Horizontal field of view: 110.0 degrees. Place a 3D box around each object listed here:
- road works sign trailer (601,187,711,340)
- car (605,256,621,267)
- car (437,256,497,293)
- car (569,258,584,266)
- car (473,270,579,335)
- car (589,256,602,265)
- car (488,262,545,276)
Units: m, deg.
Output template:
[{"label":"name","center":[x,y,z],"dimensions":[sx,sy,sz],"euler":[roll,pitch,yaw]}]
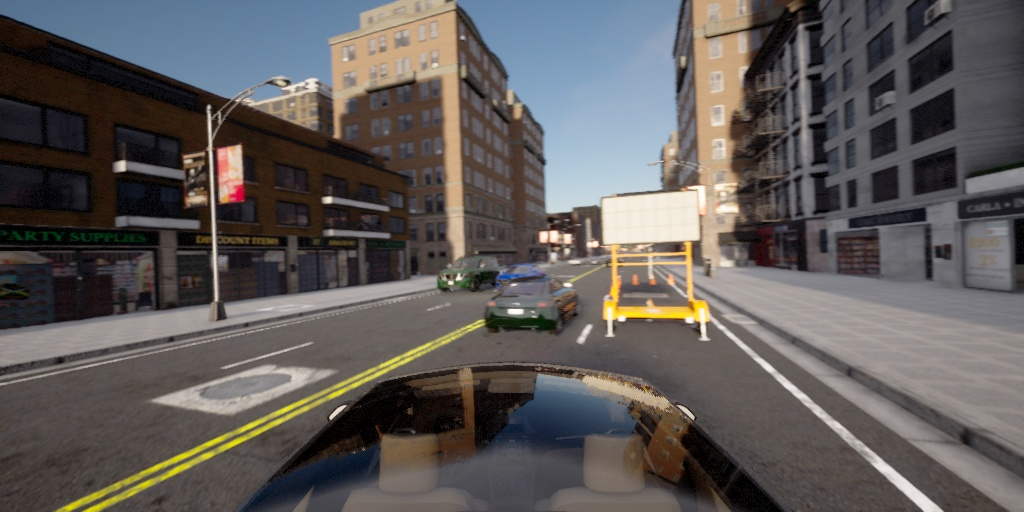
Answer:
[{"label":"road works sign trailer","center":[3.736,0.077,9.537],"dimensions":[2.380,3.560,2.880],"euler":[0,0,19]},{"label":"car","center":[14.004,0.741,49.582],"dimensions":[1.837,1.490,4.892],"euler":[-2,0,19]},{"label":"car","center":[-2.443,1.061,22.048],"dimensions":[2.150,2.045,5.566],"euler":[-2,0,19]},{"label":"car","center":[10.949,0.954,61.172],"dimensions":[1.895,1.301,4.718],"euler":[-2,0,19]},{"label":"car","center":[0.735,1.287,10.555],"dimensions":[1.994,1.385,4.181],"euler":[-2,0,19]},{"label":"car","center":[14.020,0.765,60.139],"dimensions":[1.812,1.442,4.674],"euler":[-2,0,19]},{"label":"car","center":[0.619,1.205,20.936],"dimensions":[1.882,1.535,5.008],"euler":[-2,0,19]}]
